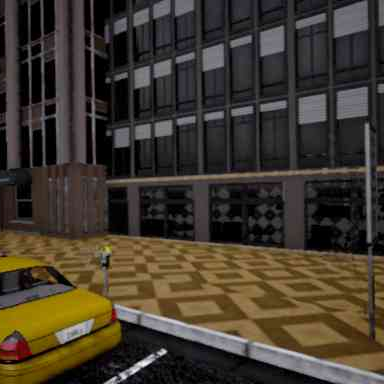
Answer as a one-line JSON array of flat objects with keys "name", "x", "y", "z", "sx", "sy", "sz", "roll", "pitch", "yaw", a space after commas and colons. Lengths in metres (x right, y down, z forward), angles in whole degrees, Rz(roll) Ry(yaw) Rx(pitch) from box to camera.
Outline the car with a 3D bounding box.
[{"name": "car", "x": -3.217, "y": 1.555, "z": 5.054, "sx": 4.829, "sy": 1.417, "sz": 1.752, "roll": -1, "pitch": 0, "yaw": 35}]
